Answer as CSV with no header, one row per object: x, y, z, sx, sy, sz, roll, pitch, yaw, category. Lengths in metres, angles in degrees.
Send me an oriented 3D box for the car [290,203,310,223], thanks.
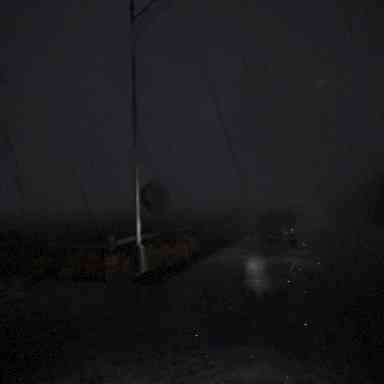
8.207,1.593,26.083,1.812,1.442,4.674,-1,0,22,car

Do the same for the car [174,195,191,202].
-2.483,1.959,90.704,4.611,1.667,2.242,-1,0,21,car

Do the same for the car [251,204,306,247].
4.133,1.566,15.842,1.882,1.535,5.008,-1,0,22,car
